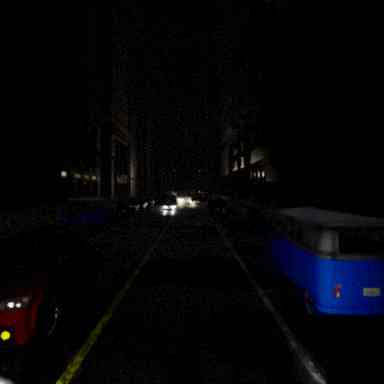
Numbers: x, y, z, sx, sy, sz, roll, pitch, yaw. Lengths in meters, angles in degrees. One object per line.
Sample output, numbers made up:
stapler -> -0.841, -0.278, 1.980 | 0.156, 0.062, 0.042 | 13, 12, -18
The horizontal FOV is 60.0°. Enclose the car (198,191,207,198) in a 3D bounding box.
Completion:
car -> 2.758, 0.628, 85.392 | 2.192, 1.841, 5.009 | 0, 0, 0

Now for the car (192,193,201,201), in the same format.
car -> 0.835, 0.957, 67.235 | 1.837, 1.490, 4.892 | 0, 0, 0

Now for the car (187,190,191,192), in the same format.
car -> -0.007, 0.637, 92.014 | 1.837, 1.490, 4.892 | 0, 0, 0

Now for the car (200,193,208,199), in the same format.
car -> 2.758, 0.937, 79.792 | 1.802, 1.307, 4.206 | 0, 0, 0

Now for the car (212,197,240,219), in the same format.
car -> 2.764, 1.244, 23.772 | 1.967, 1.590, 4.097 | 0, 0, 0

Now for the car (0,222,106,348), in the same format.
car -> -3.101, 1.511, 6.239 | 1.994, 1.385, 4.181 | 0, 0, 0

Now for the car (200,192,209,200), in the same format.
car -> 2.759, 0.838, 74.190 | 1.967, 1.590, 4.097 | 0, 0, 0

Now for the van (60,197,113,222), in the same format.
van -> -5.760, 1.190, 18.159 | 1.690, 1.788, 3.998 | 0, 0, 0

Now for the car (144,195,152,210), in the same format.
car -> -5.763, 1.277, 34.965 | 1.947, 1.339, 4.313 | 0, 0, 0

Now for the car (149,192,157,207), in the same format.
car -> -5.763, 1.106, 40.566 | 1.967, 1.590, 4.097 | 0, 0, 0

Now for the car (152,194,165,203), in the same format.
car -> -5.765, 1.111, 57.371 | 1.802, 1.307, 4.206 | 0, 0, 0

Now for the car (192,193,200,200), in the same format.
car -> 0.894, 0.931, 73.235 | 1.812, 1.442, 4.674 | 0, 0, 0

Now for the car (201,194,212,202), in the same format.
car -> 2.760, 1.051, 62.987 | 1.947, 1.339, 4.313 | 0, 0, 0

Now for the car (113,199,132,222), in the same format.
car -> -5.762, 1.385, 23.762 | 1.802, 1.307, 4.206 | 0, 0, 0

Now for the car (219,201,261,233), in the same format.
car -> 2.764, 1.394, 18.171 | 1.887, 1.381, 4.507 | 0, 0, 0

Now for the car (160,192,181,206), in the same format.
car -> -3.091, 1.104, 46.924 | 2.128, 1.511, 4.902 | 0, 1, 0

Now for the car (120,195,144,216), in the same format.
car -> -5.762, 1.197, 29.363 | 1.967, 1.590, 4.097 | 0, 0, 0

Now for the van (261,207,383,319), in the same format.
van -> 2.766, 1.283, 6.965 | 1.690, 1.788, 3.998 | 0, 0, 0

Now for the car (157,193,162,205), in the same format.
car -> -5.764, 1.186, 46.168 | 1.947, 1.339, 4.313 | 0, 0, 0

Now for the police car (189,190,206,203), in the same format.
police car -> 0.855, 0.956, 57.341 | 1.930, 1.638, 5.238 | 0, 0, 0

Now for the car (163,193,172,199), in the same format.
car -> -5.767, 0.881, 79.607 | 1.752, 1.417, 4.829 | 0, 0, 0

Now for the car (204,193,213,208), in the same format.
car -> 2.762, 1.211, 40.578 | 1.887, 1.381, 4.507 | 0, 0, 0

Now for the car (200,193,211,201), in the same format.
car -> 2.759, 0.992, 68.588 | 2.008, 1.369, 4.403 | 0, 0, 0

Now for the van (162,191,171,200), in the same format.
van -> -5.765, 0.739, 74.174 | 1.690, 1.788, 3.998 | 0, 0, 0

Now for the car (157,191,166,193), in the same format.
car -> -5.763, 0.889, 51.768 | 2.192, 1.841, 5.009 | 0, 0, 0

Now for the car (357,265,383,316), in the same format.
car -> 2.766, 1.533, 1.365 | 1.887, 1.381, 4.507 | 0, 0, 0
